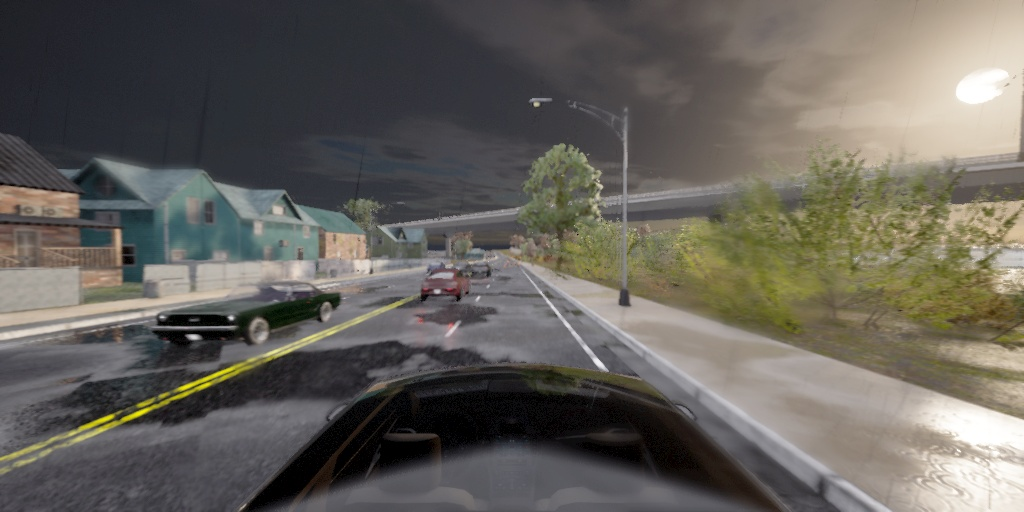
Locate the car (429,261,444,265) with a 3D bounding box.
[{"bbox_3d":[-9.822,1.443,47.010,1.812,1.442,4.674,0,0,0],"label":"car"}]

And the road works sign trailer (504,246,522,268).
[{"bbox_3d":[0.144,0.148,64.256,2.380,3.560,2.880,0,0,4],"label":"road works sign trailer"}]

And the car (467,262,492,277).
[{"bbox_3d":[-3.168,1.366,38.093,2.128,1.511,4.902,0,0,0],"label":"car"}]

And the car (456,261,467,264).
[{"bbox_3d":[-6.574,1.405,47.059,2.128,1.511,4.902,0,0,0],"label":"car"}]

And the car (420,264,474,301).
[{"bbox_3d":[-3.163,1.325,17.498,1.812,1.442,4.674,0,0,0],"label":"car"}]

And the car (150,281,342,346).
[{"bbox_3d":[-6.568,1.381,9.624,1.895,1.301,4.718,0,0,0],"label":"car"}]
